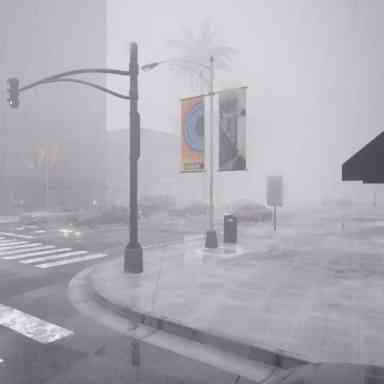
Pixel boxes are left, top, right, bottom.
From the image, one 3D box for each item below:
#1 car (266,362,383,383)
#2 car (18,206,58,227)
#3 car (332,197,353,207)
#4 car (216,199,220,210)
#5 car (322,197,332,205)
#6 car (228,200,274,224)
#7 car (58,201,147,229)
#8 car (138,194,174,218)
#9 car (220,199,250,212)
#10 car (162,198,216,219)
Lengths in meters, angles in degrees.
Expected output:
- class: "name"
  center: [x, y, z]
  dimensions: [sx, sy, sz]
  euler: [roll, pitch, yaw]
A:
- class: "car"
  center: [2.202, 1.551, 1.275]
  dimensions: [4.403, 1.369, 2.008]
  euler: [0, 0, 36]
- class: "car"
  center: [-9.318, 1.615, 22.973]
  dimensions: [1.895, 1.301, 4.718]
  euler: [0, 0, 35]
- class: "car"
  center: [24.807, 1.619, 54.013]
  dimensions: [2.128, 1.511, 4.902]
  euler: [0, 0, 35]
- class: "car"
  center: [2.247, 1.528, 39.311]
  dimensions: [1.882, 1.535, 5.008]
  euler: [0, 0, 35]
- class: "car"
  center: [24.739, 1.614, 59.556]
  dimensions: [1.882, 1.535, 5.008]
  euler: [0, -1, 35]
- class: "car"
  center: [4.870, 1.609, 25.800]
  dimensions: [1.994, 1.385, 4.181]
  euler: [0, 0, 35]
- class: "car"
  center: [-5.798, 1.568, 22.310]
  dimensions: [2.033, 1.411, 5.357]
  euler: [0, 0, 35]
- class: "car"
  center: [-3.679, 1.252, 30.944]
  dimensions: [2.150, 2.045, 5.566]
  euler: [0, 0, 35]
- class: "car"
  center: [5.710, 1.549, 38.583]
  dimensions: [2.128, 1.511, 4.902]
  euler: [0, 0, 35]
- class: "car"
  center: [-0.129, 1.515, 30.333]
  dimensions: [1.882, 1.535, 5.008]
  euler: [0, 0, 35]
